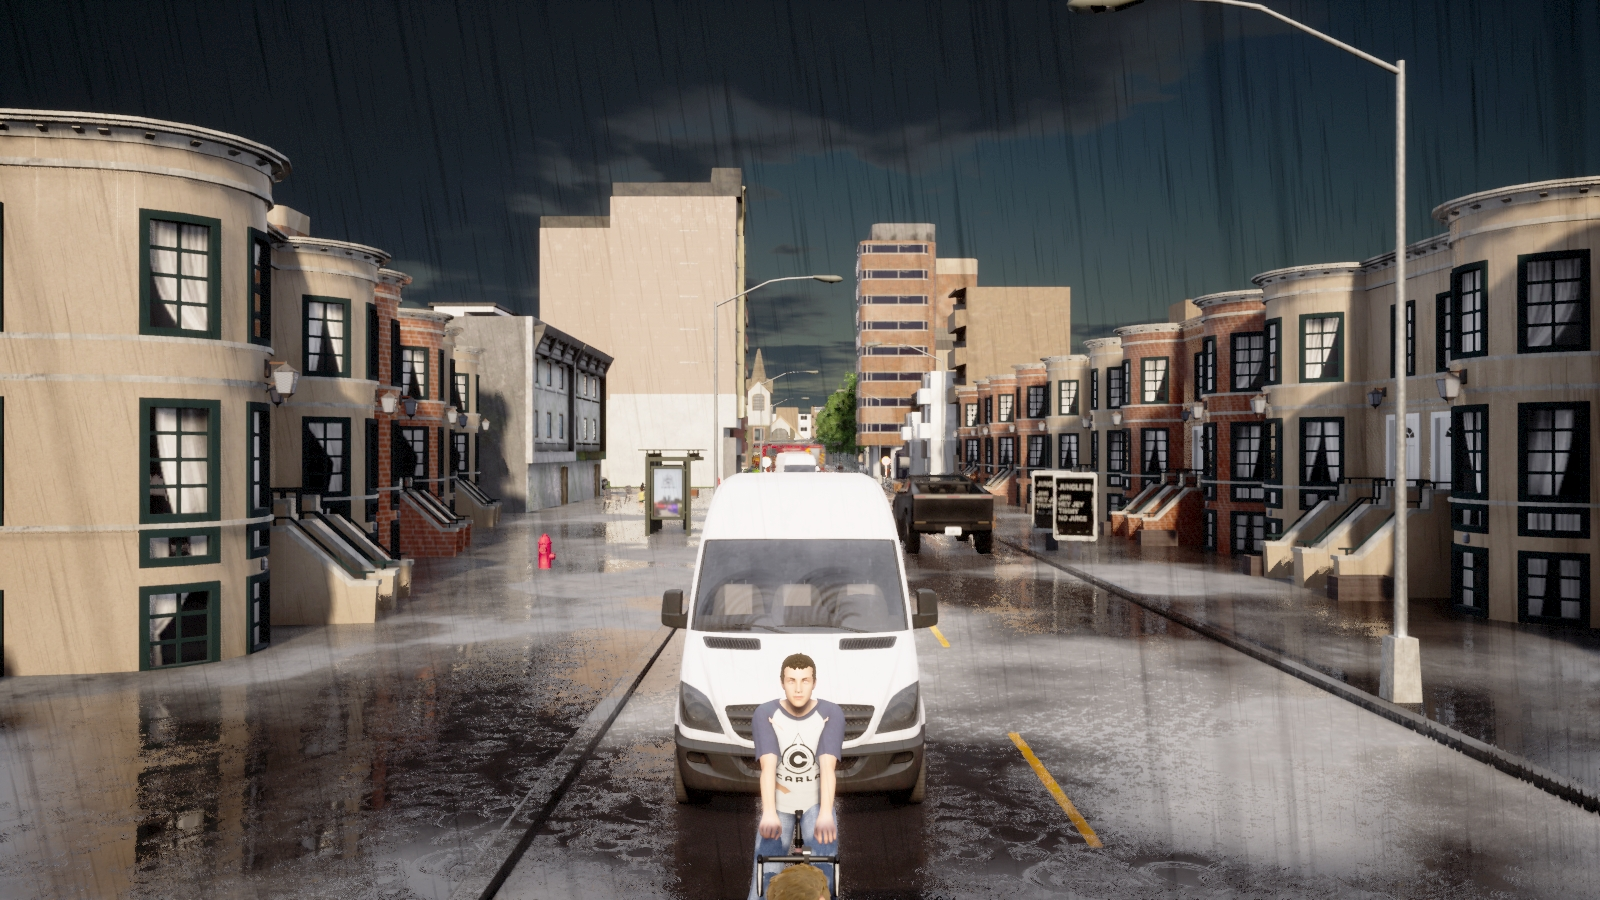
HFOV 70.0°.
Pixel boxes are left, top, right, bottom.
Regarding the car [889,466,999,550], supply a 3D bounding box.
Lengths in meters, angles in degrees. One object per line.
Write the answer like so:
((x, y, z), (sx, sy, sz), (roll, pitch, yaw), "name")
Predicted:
((4.002, 1.547, 32.937), (2.390, 2.098, 6.274), (0, 0, 0), "car")

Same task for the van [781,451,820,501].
((0.007, 1.339, 61.196), (1.988, 2.561, 5.915), (0, 0, 0), "van")

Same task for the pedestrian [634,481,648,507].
((-6.971, 1.928, 50.093), (0.500, 1.100, 0.500), (0, 0, 1), "pedestrian")

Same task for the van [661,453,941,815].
((0.003, 1.319, 11.084), (1.988, 2.561, 5.915), (0, 0, 0), "van")
